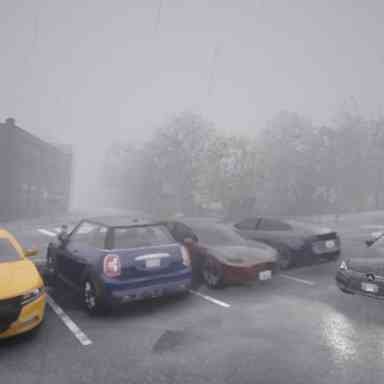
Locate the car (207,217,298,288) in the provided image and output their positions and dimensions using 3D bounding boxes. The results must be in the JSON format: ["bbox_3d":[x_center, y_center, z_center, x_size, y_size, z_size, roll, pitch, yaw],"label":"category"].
[{"bbox_3d":[0.307,1.516,9.624,2.163,1.488,4.792,0,0,-35],"label":"car"}]

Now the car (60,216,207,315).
[{"bbox_3d":[-1.962,1.362,8.006,2.185,1.767,4.553,0,0,-35],"label":"car"}]

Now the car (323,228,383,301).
[{"bbox_3d":[5.228,1.531,7.609,4.674,1.442,1.812,0,0,-36],"label":"car"}]

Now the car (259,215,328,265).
[{"bbox_3d":[2.540,1.515,11.287,2.163,1.488,4.792,0,0,-35],"label":"car"}]

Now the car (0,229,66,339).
[{"bbox_3d":[-4.247,1.482,6.424,2.097,1.535,5.008,1,0,-35],"label":"car"}]
